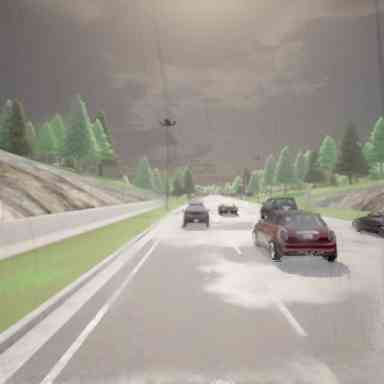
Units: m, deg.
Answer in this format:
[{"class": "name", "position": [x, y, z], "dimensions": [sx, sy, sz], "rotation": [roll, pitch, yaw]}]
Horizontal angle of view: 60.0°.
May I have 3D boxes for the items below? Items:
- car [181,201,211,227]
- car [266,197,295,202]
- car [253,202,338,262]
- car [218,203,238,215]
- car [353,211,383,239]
[{"class": "car", "position": [0.310, 1.681, 24.480], "dimensions": [1.837, 1.490, 4.892], "rotation": [0, 0, 1]}, {"class": "car", "position": [7.346, 1.447, 28.385], "dimensions": [2.150, 2.045, 5.566], "rotation": [0, 0, 1]}, {"class": "car", "position": [3.722, 1.455, 12.783], "dimensions": [2.097, 1.767, 4.553], "rotation": [0, 0, 0]}, {"class": "car", "position": [3.925, 1.878, 37.056], "dimensions": [1.895, 1.301, 4.718], "rotation": [0, 0, 1]}, {"class": "car", "position": [10.761, 1.731, 18.592], "dimensions": [1.994, 1.385, 4.181], "rotation": [0, 0, 0]}]
